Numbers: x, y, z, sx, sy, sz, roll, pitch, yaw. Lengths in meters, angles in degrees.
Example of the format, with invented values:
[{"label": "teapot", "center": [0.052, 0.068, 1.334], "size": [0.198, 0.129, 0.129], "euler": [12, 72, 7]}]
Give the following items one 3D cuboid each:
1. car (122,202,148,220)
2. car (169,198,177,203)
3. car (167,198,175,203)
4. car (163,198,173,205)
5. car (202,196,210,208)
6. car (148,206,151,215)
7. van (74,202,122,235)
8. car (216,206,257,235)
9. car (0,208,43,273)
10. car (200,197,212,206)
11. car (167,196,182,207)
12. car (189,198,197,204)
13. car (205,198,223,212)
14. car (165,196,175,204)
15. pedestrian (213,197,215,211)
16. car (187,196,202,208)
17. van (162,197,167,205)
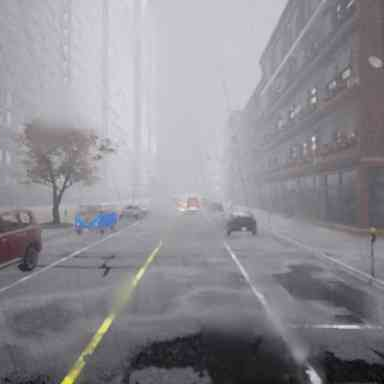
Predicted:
[{"label": "car", "center": [-5.588, 1.854, 31.060], "size": [1.802, 1.307, 4.206], "euler": [1, 0, 0]}, {"label": "car", "center": [-5.386, 2.318, 93.168], "size": [1.947, 1.339, 4.313], "euler": [1, 0, 0]}, {"label": "car", "center": [-5.405, 2.294, 87.520], "size": [1.802, 1.307, 4.206], "euler": [1, 0, 0]}, {"label": "car", "center": [-5.441, 2.175, 76.230], "size": [1.887, 1.381, 4.507], "euler": [1, 0, 0]}, {"label": "car", "center": [2.886, 1.953, 59.287], "size": [1.967, 1.590, 4.097], "euler": [1, 0, 0]}, {"label": "car", "center": [-5.570, 1.843, 36.536], "size": [1.752, 1.417, 4.829], "euler": [1, 0, 0]}, {"label": "van", "center": [-5.623, 1.516, 19.769], "size": [1.690, 1.788, 3.998], "euler": [1, -1, 0]}, {"label": "car", "center": [2.755, 1.737, 19.759], "size": [2.008, 1.369, 4.403], "euler": [1, -1, 0]}, {"label": "car", "center": [-5.660, 1.388, 8.477], "size": [2.192, 1.841, 5.009], "euler": [1, -1, 0]}, {"label": "car", "center": [2.924, 1.915, 70.579], "size": [2.192, 1.841, 5.009], "euler": [1, 0, 0]}, {"label": "car", "center": [-2.853, 1.864, 60.219], "size": [2.097, 1.767, 4.553], "euler": [0, 0, 1]}, {"label": "car", "center": [0.254, 2.168, 79.950], "size": [1.895, 1.301, 4.718], "euler": [0, 0, 0]}, {"label": "car", "center": [3.138, 1.900, 44.404], "size": [1.837, 1.490, 4.892], "euler": [0, 0, 0]}, {"label": "car", "center": [-5.420, 1.987, 81.877], "size": [2.192, 1.841, 5.009], "euler": [1, 0, 0]}, {"label": "pedestrian", "center": [3.148, 1.712, 47.359], "size": [0.375, 1.860, 0.375], "euler": [1, -1, 0]}, {"label": "car", "center": [0.187, 1.779, 58.691], "size": [2.097, 1.767, 4.553], "euler": [0, 0, 0]}, {"label": "van", "center": [-5.457, 1.930, 70.584], "size": [1.690, 1.788, 3.998], "euler": [1, 0, 0]}]
